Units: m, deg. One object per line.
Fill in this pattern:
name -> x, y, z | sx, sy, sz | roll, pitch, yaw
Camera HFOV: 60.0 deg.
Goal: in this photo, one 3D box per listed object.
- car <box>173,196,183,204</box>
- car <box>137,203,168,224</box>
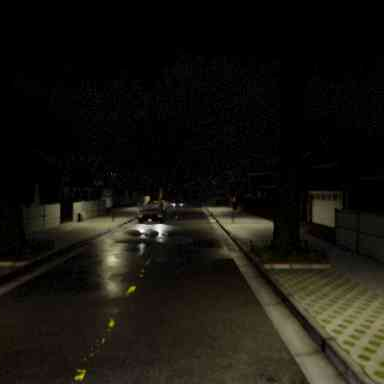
car -> -2.811, 1.677, 66.848 | 1.837, 1.490, 4.892 | 0, -1, 0
car -> -2.847, 1.538, 25.197 | 2.033, 1.411, 5.357 | 0, 0, 0
